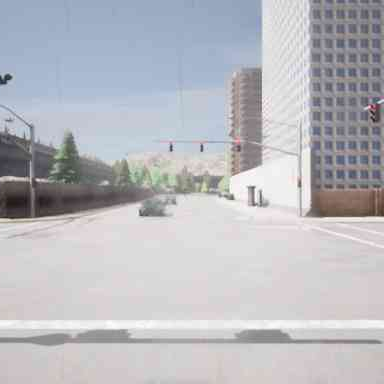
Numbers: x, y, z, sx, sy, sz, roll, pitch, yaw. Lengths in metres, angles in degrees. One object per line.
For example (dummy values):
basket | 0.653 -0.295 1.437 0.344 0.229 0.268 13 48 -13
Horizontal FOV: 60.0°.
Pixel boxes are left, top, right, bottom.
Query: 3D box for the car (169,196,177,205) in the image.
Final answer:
car | -3.540 1.456 56.357 2.128 1.511 4.902 0 0 0

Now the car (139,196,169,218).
car | -3.520 1.333 30.239 2.097 1.767 4.553 0 0 0
